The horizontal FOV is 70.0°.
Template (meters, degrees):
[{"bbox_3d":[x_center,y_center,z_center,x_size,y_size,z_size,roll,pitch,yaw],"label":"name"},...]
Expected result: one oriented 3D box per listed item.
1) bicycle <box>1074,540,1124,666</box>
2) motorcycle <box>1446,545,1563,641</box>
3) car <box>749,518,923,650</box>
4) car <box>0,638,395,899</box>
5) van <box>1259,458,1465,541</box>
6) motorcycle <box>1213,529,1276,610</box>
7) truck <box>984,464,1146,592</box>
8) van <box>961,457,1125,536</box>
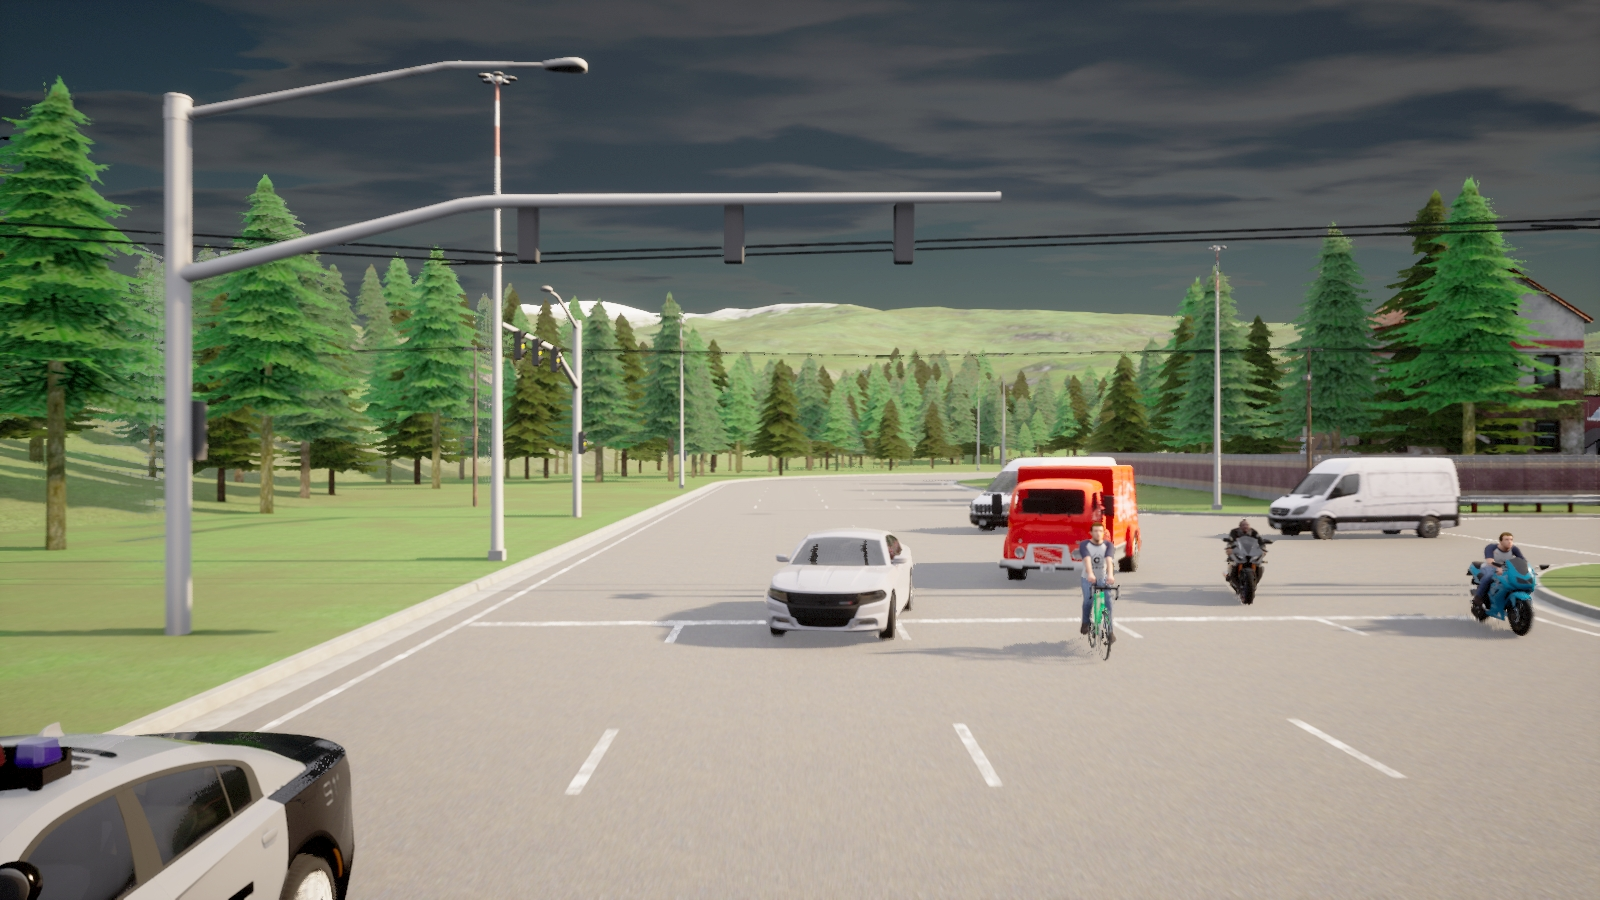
[{"bbox_3d":[4.095,2.056,15.709,0.373,1.496,1.643,0,0,5],"label":"bicycle"},{"bbox_3d":[10.959,2.186,17.860,0.803,1.199,2.033,2,1,9],"label":"motorcycle"},{"bbox_3d":[0.762,2.034,18.599,2.097,1.535,5.006,0,0,10],"label":"car"},{"bbox_3d":[-3.582,1.982,4.447,2.097,1.638,5.238,0,0,1],"label":"car"},{"bbox_3d":[18.028,1.535,36.725,5.915,2.561,1.988,0,-1,-10],"label":"van"},{"bbox_3d":[8.333,2.205,21.504,0.867,1.251,2.209,1,0,16],"label":"motorcycle"},{"bbox_3d":[6.045,1.567,25.480,2.627,2.467,5.204,0,0,24],"label":"truck"},{"bbox_3d":[8.488,1.535,39.577,5.915,2.561,1.988,0,-1,-34],"label":"van"}]
